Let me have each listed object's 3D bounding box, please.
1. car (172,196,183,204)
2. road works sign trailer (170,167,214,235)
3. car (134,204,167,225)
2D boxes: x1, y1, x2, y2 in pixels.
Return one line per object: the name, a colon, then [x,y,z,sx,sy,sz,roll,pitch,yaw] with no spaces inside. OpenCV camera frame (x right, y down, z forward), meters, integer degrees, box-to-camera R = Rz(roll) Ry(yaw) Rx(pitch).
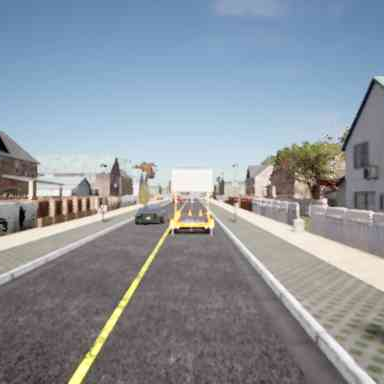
car: [-2.779,1.449,65.622,1.882,1.535,5.008,0,0,0]
road works sign trailer: [0.006,0.426,18.346,2.380,3.560,2.880,0,0,0]
car: [-2.855,1.519,23.719,1.994,1.385,4.181,0,0,0]
